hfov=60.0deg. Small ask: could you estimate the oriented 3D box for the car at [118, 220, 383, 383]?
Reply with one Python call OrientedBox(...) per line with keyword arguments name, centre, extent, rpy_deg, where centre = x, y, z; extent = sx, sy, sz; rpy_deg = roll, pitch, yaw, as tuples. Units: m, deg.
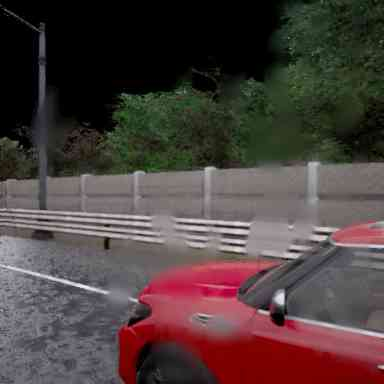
OrientedBox(name="car", centre=(1.891, 1.222, 2.643), extent=(5.566, 2.045, 2.150), rpy_deg=(0, 0, 36))
